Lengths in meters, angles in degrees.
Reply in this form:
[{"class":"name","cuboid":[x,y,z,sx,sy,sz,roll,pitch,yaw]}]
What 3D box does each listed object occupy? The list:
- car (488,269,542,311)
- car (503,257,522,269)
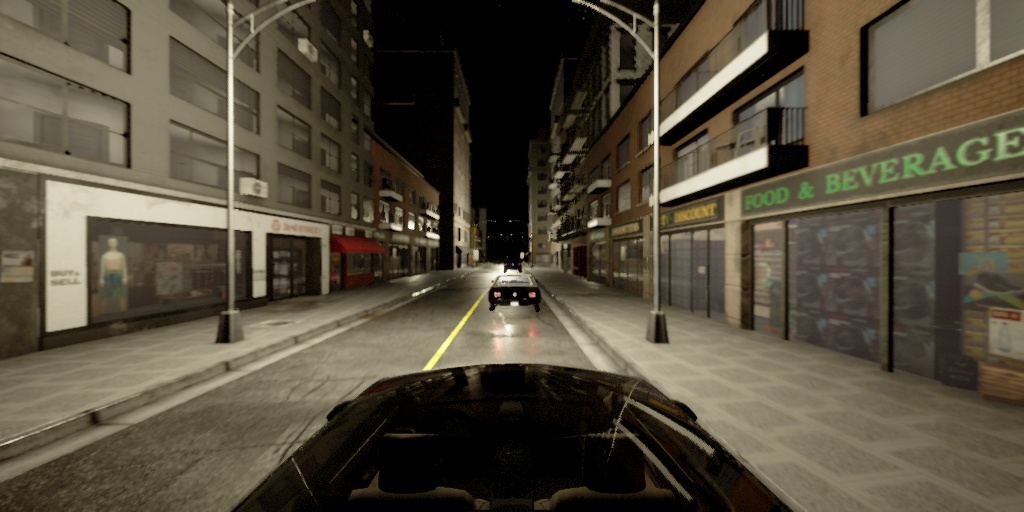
[{"class":"car","cuboid":[0.100,1.384,14.658,1.895,1.301,4.718,0,0,0]},{"class":"car","cuboid":[0.101,1.102,44.442,2.150,2.045,5.566,0,0,0]}]
